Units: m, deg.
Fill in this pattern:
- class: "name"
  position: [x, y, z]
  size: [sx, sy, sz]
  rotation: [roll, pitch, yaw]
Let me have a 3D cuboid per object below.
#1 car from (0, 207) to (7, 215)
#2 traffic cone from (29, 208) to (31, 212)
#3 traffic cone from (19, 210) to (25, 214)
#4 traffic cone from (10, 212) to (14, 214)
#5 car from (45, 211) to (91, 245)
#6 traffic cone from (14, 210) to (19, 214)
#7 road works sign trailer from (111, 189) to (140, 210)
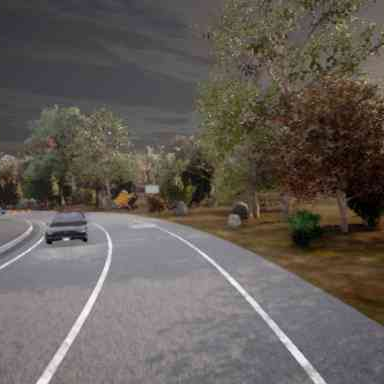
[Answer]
- class: "car"
  position: [-29.583, 2.838, 50.094]
  size: [4.674, 1.442, 1.812]
  rotation: [-3, 2, 44]
- class: "traffic cone"
  position: [-26.377, 2.939, 54.023]
  size: [0.340, 0.580, 0.340]
  rotation: [-3, 2, 44]
- class: "traffic cone"
  position: [-24.144, 2.920, 47.708]
  size: [0.340, 0.580, 0.340]
  rotation: [-3, 2, 44]
- class: "traffic cone"
  position: [-27.016, 3.070, 50.487]
  size: [0.340, 0.580, 0.340]
  rotation: [-3, 2, 44]
- class: "car"
  position: [-6.197, 1.684, 16.896]
  size: [2.033, 1.411, 5.357]
  rotation: [-2, 0, -17]
- class: "traffic cone"
  position: [-25.579, 2.995, 49.097]
  size: [0.340, 0.580, 0.340]
  rotation: [-3, 2, 44]
- class: "road works sign trailer"
  position: [-8.482, 1.304, 44.948]
  size: [2.880, 2.380, 3.560]
  rotation: [44, 12, 11]
